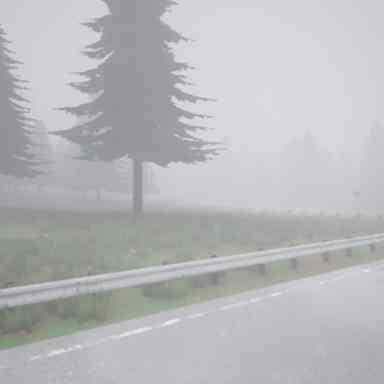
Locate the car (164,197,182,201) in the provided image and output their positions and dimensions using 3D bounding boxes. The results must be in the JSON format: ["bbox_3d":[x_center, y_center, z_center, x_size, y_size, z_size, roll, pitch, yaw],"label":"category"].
[{"bbox_3d":[-2.975,1.525,56.348,1.882,1.535,5.008,0,0,-34],"label":"car"}]
